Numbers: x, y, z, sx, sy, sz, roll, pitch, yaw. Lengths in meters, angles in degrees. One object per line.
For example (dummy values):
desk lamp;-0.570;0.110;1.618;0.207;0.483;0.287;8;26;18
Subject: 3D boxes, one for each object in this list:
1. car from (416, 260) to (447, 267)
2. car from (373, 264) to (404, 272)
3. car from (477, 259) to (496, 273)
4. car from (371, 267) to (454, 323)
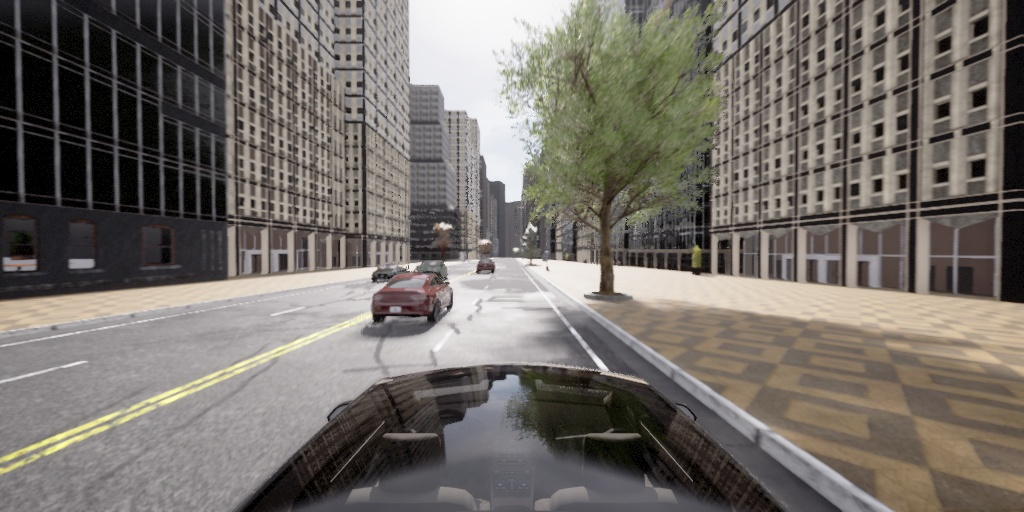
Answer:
car;-6.494;1.108;28.823;2.097;1.767;4.553;0;0;0
car;-9.744;1.326;28.888;1.994;1.385;4.181;0;0;0
car;-3.125;1.106;44.050;2.097;1.767;4.553;0;0;0
car;-3.144;1.279;11.985;1.812;1.442;4.674;0;0;0
